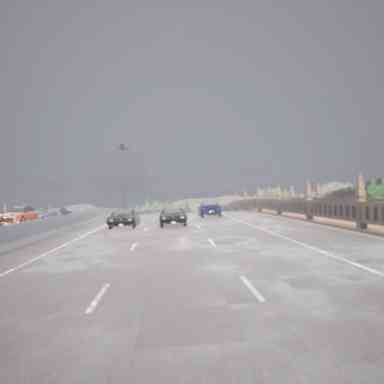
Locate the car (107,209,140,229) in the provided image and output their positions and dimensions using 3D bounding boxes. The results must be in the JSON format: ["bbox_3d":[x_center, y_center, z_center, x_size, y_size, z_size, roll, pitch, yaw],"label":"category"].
[{"bbox_3d":[-4.896,1.916,24.373,1.895,1.301,4.718,-2,0,-4],"label":"car"}]

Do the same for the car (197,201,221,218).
[{"bbox_3d":[1.606,1.576,32.000,1.882,1.535,5.008,-2,0,-4],"label":"car"}]

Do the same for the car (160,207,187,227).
[{"bbox_3d":[-1.409,1.777,24.640,1.895,1.301,4.718,-2,0,-4],"label":"car"}]

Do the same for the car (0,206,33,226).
[{"bbox_3d":[-16.009,2.145,30.673,2.097,1.767,4.553,-2,-1,-4],"label":"car"}]

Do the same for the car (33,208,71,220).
[{"bbox_3d":[-12.491,2.176,30.540,1.812,1.442,4.674,-2,0,-4],"label":"car"}]
